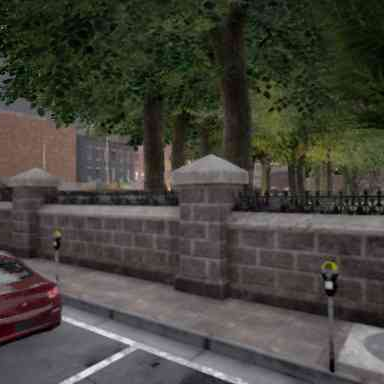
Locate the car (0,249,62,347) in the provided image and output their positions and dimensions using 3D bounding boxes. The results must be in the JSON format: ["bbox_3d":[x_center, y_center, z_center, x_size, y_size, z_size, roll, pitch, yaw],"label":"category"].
[{"bbox_3d":[-3.864,1.585,5.529,4.206,1.307,1.802,0,-1,35],"label":"car"}]
